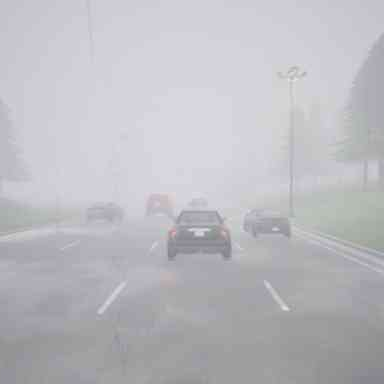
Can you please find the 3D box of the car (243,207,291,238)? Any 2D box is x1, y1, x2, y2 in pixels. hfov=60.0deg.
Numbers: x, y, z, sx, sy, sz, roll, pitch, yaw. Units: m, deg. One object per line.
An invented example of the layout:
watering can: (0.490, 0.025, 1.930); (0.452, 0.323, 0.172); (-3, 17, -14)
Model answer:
car: (3.851, 1.512, 17.476); (1.812, 1.442, 4.674); (0, 0, 1)

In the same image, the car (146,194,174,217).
car: (-2.898, 1.185, 30.723); (2.150, 2.045, 5.566); (0, 0, 1)

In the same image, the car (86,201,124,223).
car: (-6.503, 1.456, 25.280); (2.128, 1.511, 4.902); (0, 0, 1)

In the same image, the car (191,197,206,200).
car: (0.612, 1.320, 31.219); (2.097, 1.767, 4.553); (0, 0, 1)

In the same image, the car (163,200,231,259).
car: (0.267, 1.340, 12.643); (2.097, 1.767, 4.553); (0, 0, 1)
